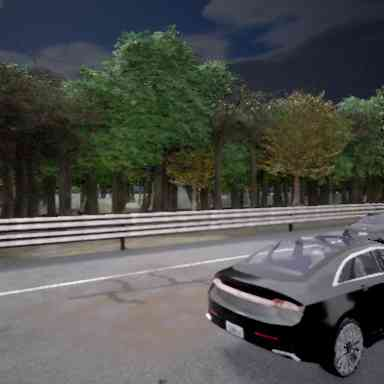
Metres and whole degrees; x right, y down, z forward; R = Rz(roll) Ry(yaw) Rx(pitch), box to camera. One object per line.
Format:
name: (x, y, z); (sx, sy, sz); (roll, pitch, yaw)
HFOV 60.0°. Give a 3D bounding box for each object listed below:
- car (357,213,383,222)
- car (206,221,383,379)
car: (8.182, 1.561, 13.888); (4.181, 1.385, 1.994); (0, 0, -35)
car: (2.506, 1.491, 5.542); (4.902, 1.511, 2.128); (0, 0, -35)
